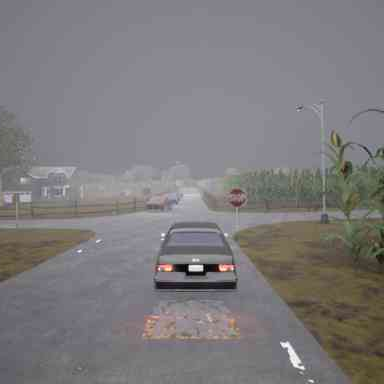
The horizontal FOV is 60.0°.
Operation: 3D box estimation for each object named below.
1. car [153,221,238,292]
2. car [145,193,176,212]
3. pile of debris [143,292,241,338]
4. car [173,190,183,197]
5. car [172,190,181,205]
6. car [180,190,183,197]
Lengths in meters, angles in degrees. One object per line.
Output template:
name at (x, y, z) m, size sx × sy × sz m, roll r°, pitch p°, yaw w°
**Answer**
car at (0.076, 1.510, 8.985) m, size 2.033 × 1.411 × 5.357 m, roll 0°, pitch 0°, yaw 0°
car at (-3.312, 1.143, 33.823) m, size 1.882 × 1.535 × 5.008 m, roll 0°, pitch 1°, yaw 7°
pile of debris at (-0.004, 2.158, 5.998) m, size 1.500 × 0.140 × 1.860 m, roll 0°, pitch 0°, yaw 0°
car at (-2.794, 0.318, 68.082) m, size 1.994 × 1.385 × 4.181 m, roll 0°, pitch 2°, yaw 0°
car at (-2.858, 0.924, 45.339) m, size 1.882 × 1.535 × 5.008 m, roll 0°, pitch 1°, yaw 0°
car at (-2.823, 0.658, 57.328) m, size 2.033 × 1.411 × 5.357 m, roll 0°, pitch 2°, yaw 0°
